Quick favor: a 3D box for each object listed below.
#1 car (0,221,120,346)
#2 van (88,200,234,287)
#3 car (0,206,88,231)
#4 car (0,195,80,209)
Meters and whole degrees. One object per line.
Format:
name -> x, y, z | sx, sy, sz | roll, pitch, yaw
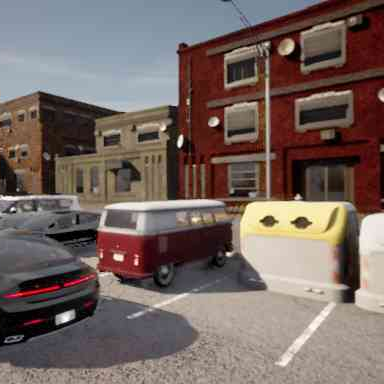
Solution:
car -> -3.730, 1.483, 6.038 | 4.892, 1.490, 1.837 | 0, 0, 36
van -> -0.428, 1.235, 9.403 | 1.878, 1.987, 4.442 | 0, 0, 35
car -> -5.007, 1.466, 12.490 | 2.163, 1.488, 4.792 | 0, 0, 35
car -> -7.250, 1.170, 14.091 | 2.435, 2.045, 5.566 | 0, 0, 35
